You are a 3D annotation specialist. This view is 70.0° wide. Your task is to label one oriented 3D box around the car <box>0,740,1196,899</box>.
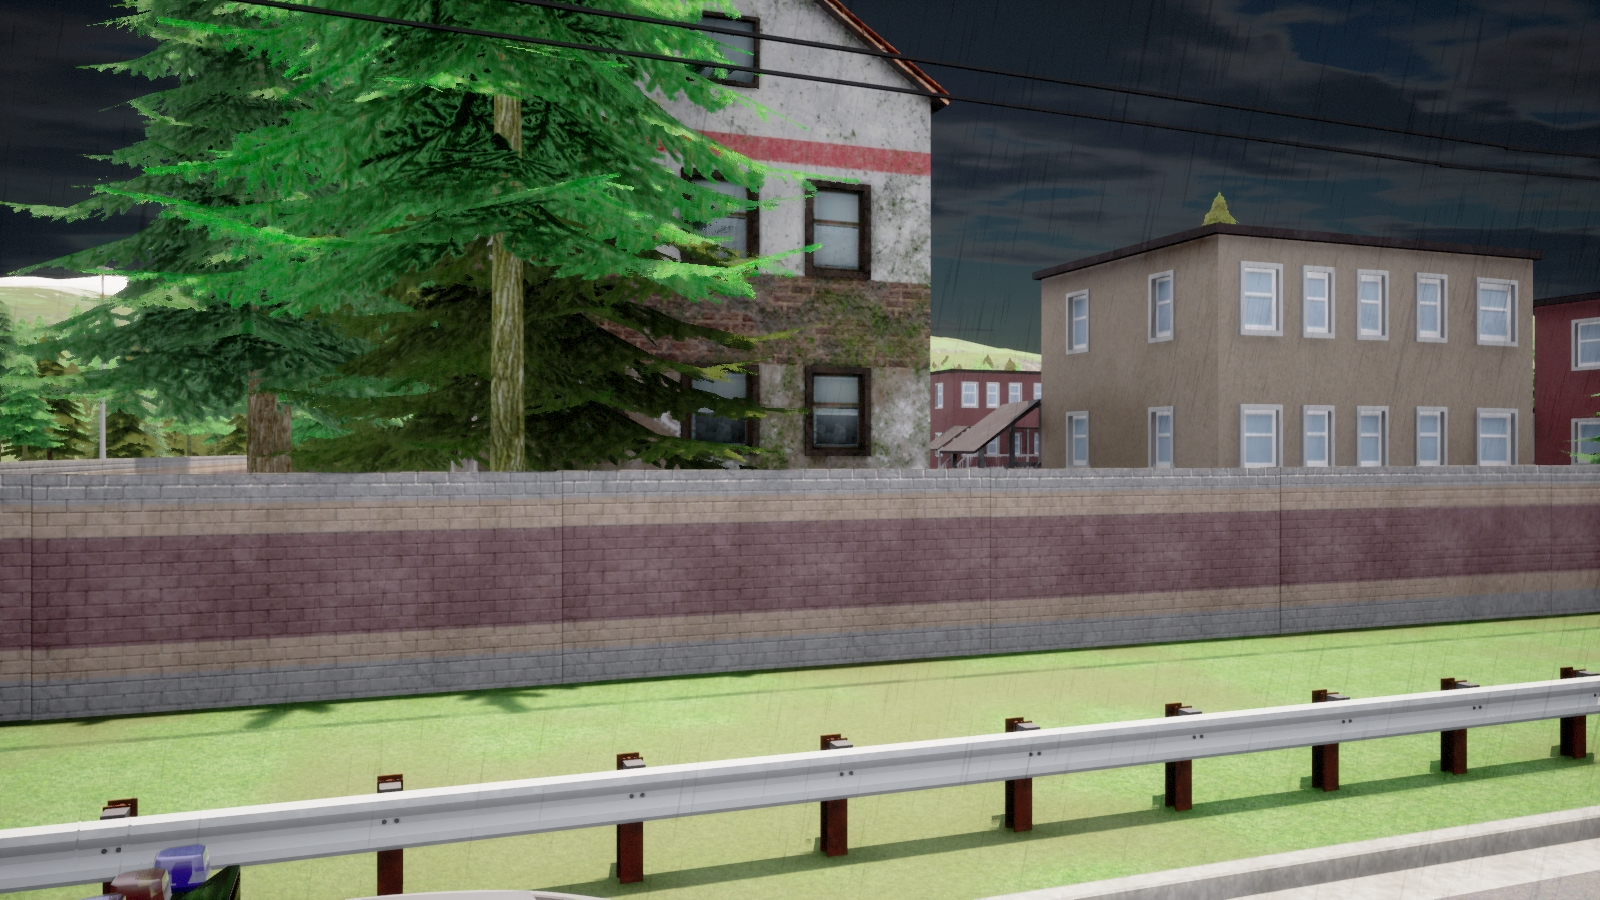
[{"bbox_3d":[-1.671,1.982,2.695,5.238,1.638,2.097,0,0,-20],"label":"car"}]
